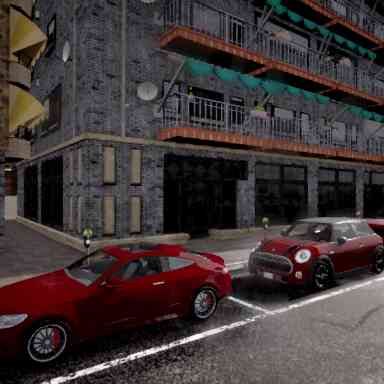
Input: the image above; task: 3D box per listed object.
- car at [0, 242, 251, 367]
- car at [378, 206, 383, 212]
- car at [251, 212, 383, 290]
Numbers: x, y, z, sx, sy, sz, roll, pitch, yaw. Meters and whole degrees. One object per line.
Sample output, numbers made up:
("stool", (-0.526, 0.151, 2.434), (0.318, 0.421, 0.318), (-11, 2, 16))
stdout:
("car", (-1.180, 1.583, 5.718), (4.206, 1.307, 1.802), (0, 0, -36))
("car", (8.028, 1.322, 12.315), (5.009, 1.841, 2.192), (0, 0, -36))
("car", (3.423, 1.443, 9.016), (4.097, 1.590, 1.967), (0, 0, -36))
